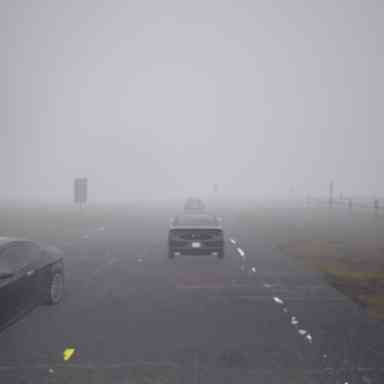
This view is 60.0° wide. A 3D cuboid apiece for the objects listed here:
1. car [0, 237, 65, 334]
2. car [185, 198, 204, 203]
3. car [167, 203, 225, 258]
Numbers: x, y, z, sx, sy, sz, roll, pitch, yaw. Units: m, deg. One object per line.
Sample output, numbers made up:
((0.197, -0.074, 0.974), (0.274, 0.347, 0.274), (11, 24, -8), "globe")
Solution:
((-3.577, 1.521, 5.309), (1.812, 1.442, 4.674), (0, 0, 0), "car")
((0.244, 1.246, 32.322), (1.994, 1.385, 4.181), (0, 1, 0), "car")
((0.143, 1.426, 12.619), (1.882, 1.535, 5.008), (0, 1, 0), "car")
